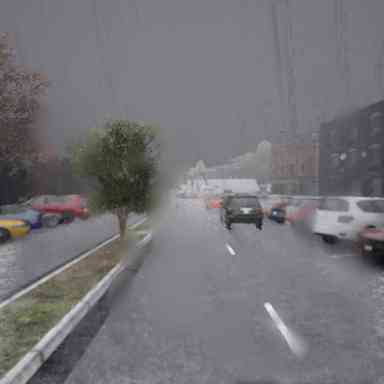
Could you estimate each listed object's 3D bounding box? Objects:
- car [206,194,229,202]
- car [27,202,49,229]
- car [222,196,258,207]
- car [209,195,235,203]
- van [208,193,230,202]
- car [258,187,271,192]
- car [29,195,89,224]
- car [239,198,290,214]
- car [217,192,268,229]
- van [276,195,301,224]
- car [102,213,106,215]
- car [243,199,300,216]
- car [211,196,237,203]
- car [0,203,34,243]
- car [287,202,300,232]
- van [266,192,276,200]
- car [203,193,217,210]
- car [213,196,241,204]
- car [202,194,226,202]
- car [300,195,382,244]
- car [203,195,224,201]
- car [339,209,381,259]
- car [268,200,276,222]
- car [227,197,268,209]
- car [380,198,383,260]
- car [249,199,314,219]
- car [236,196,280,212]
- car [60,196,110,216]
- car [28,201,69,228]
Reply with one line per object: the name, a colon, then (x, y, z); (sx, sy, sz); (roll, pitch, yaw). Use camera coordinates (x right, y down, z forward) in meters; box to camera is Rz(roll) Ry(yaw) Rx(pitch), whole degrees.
car: (5.636, 1.277, 74.356); (4.553, 1.767, 2.185); (1, 0, -25)
car: (-10.482, 1.521, 17.827); (4.792, 1.488, 2.163); (-1, 0, -20)
car: (7.225, 1.430, 50.231); (5.008, 1.535, 2.097); (1, 0, -23)
car: (6.123, 1.410, 68.325); (4.892, 1.521, 2.231); (1, 0, -25)
van: (5.769, 1.178, 71.283); (4.442, 1.987, 1.878); (1, 0, -25)
car: (19.829, 0.102, 92.533); (2.002, 1.452, 4.674); (-7, 4, -31)
car: (-10.498, 1.235, 23.779); (5.566, 2.045, 2.435); (-1, 0, -20)
car: (7.633, 1.449, 35.132); (4.892, 1.521, 2.231); (1, 0, -21)
car: (3.071, 1.204, 21.497); (2.150, 2.045, 5.566); (0, 0, 0)
van: (7.634, 1.237, 20.018); (4.442, 1.987, 1.878); (1, 0, -20)
car: (-10.502, 1.483, 29.733); (4.892, 1.521, 2.231); (-1, 0, -20)
car: (7.692, 1.452, 32.113); (5.008, 1.535, 2.097); (1, 0, -21)
car: (6.339, 1.452, 65.314); (4.674, 1.452, 2.002); (1, 0, -24)
car: (-10.276, 1.487, 14.931); (5.366, 1.575, 1.946); (-1, 0, -20)
car: (7.744, 1.467, 17.054); (5.008, 1.535, 2.097); (1, 0, -20)
van: (7.619, 1.231, 26.042); (4.442, 1.987, 1.878); (1, 0, -20)
car: (2.817, 1.312, 41.684); (2.097, 1.767, 4.553); (0, 0, -1)
car: (6.557, 1.456, 62.298); (4.674, 1.452, 2.002); (1, 0, -24)
car: (5.155, 1.394, 77.270); (5.366, 1.575, 1.946); (1, 0, -26)
car: (7.771, 1.219, 14.062); (5.566, 2.045, 2.435); (1, 0, -20)
car: (5.207, 1.431, 80.331); (4.792, 1.488, 2.163); (1, 0, -26)
car: (7.749, 1.472, 11.043); (5.008, 1.535, 2.097); (1, 0, -20)
car: (7.760, 1.491, 23.087); (4.792, 1.488, 2.163); (1, 0, -20)
car: (7.437, 1.437, 44.197); (5.008, 1.535, 2.097); (1, 0, -22)
car: (7.775, 1.224, 8.054); (5.566, 2.045, 2.435); (1, 0, -20)
car: (7.880, 1.455, 29.171); (5.366, 1.575, 1.946); (1, 0, -21)
car: (7.570, 1.319, 38.151); (4.553, 1.767, 2.185); (1, 0, -22)
car: (-10.515, 1.354, 32.710); (4.553, 1.767, 2.185); (-1, 0, -21)
car: (-10.435, 1.518, 20.830); (4.792, 1.488, 2.163); (-1, 0, -20)
